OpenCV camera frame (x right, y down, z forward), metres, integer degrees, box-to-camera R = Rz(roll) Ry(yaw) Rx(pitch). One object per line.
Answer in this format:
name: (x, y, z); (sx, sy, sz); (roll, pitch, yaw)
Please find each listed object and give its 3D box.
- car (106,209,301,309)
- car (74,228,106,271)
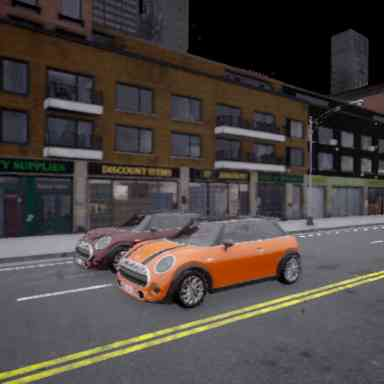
car: (0.552, 1.391, 8.072); (4.553, 1.767, 2.097); (1, 0, -35)
car: (-1.334, 1.391, 10.720); (4.553, 1.767, 2.097); (1, 0, -36)
